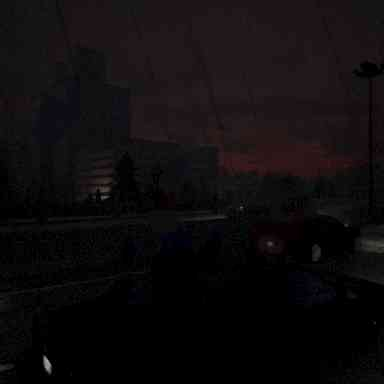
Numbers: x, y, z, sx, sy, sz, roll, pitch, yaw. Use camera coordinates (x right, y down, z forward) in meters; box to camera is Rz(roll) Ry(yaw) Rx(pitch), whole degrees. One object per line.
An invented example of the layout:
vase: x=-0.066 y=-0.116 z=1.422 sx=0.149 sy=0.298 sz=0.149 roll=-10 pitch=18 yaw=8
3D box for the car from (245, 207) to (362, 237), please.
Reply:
car: x=4.360 y=1.509 z=12.073 sx=5.008 sy=1.535 sz=1.882 roll=0 pitch=0 yaw=-41

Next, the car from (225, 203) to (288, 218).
car: x=3.912 y=1.632 z=21.208 sx=4.181 sy=1.385 sz=1.994 roll=0 pitch=0 yaw=-42

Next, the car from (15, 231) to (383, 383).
car: x=0.710 y=1.560 z=4.465 sx=5.357 sy=1.411 sz=2.033 roll=0 pitch=0 yaw=-38

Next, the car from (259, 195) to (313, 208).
car: x=8.971 y=1.317 z=30.466 sx=5.566 sy=2.045 sz=2.150 roll=0 pitch=0 yaw=-42

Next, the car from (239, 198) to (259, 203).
car: x=5.440 y=1.459 z=31.994 sx=4.553 sy=1.767 sz=2.097 roll=0 pitch=0 yaw=-42
